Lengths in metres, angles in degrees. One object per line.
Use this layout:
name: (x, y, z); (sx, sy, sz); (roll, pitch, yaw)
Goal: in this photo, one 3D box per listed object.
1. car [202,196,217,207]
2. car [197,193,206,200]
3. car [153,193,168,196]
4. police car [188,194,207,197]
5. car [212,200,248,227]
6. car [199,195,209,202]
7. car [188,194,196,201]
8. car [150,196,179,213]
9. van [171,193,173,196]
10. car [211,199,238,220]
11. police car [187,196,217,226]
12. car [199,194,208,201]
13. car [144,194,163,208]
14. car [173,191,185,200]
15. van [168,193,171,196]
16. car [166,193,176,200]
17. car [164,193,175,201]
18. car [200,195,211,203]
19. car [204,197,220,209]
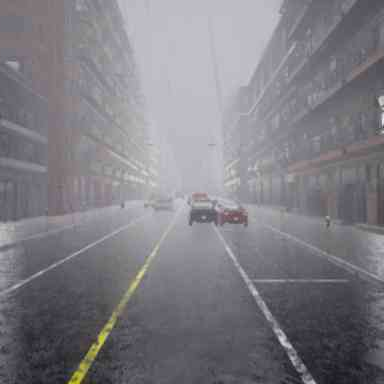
car: (2.602, 1.377, 49.618); (2.008, 1.369, 4.403); (1, 0, 0)
car: (2.588, 1.092, 88.333); (2.192, 1.841, 5.009); (1, 0, 0)
car: (-5.271, 1.141, 49.683); (2.192, 1.841, 5.009); (2, 0, 0)
police car: (0.837, 1.296, 32.744); (1.930, 1.638, 5.238); (0, 0, 0)
car: (2.592, 1.451, 21.964); (1.887, 1.381, 4.507); (1, 0, 0)
car: (2.611, 1.334, 71.740); (1.887, 1.381, 4.507); (1, 0, 0)
car: (0.028, 1.217, 73.358); (1.812, 1.442, 4.674); (0, 0, 0)
car: (-2.836, 1.411, 35.207); (2.033, 1.411, 5.357); (0, 0, 0)
van: (-5.267, 1.136, 66.274); (1.690, 1.788, 3.998); (1, 0, 0)
car: (2.595, 1.412, 27.666); (1.752, 1.417, 4.829); (1, 0, 0)
police car: (0.717, 1.329, 22.739); (1.930, 1.638, 5.238); (0, 0, 0)
car: (2.623, 1.224, 77.271); (1.967, 1.590, 4.097); (1, 0, 0)
car: (-5.279, 1.366, 43.982); (1.752, 1.417, 4.829); (2, 0, 0)
car: (-2.721, 0.764, 75.685); (2.150, 2.045, 5.566); (0, 0, 0)
van: (-5.268, 1.144, 60.742); (1.690, 1.788, 3.998); (2, 0, 0)
car: (-5.259, 1.095, 82.864); (2.192, 1.841, 5.009); (1, 0, 0)
car: (-5.262, 1.099, 77.335); (2.192, 1.841, 5.009); (1, 0, 0)
car: (2.609, 1.340, 66.210); (1.887, 1.381, 4.507); (1, 0, 0)
car: (2.600, 1.385, 44.086); (1.887, 1.381, 4.507); (1, 0, 0)
